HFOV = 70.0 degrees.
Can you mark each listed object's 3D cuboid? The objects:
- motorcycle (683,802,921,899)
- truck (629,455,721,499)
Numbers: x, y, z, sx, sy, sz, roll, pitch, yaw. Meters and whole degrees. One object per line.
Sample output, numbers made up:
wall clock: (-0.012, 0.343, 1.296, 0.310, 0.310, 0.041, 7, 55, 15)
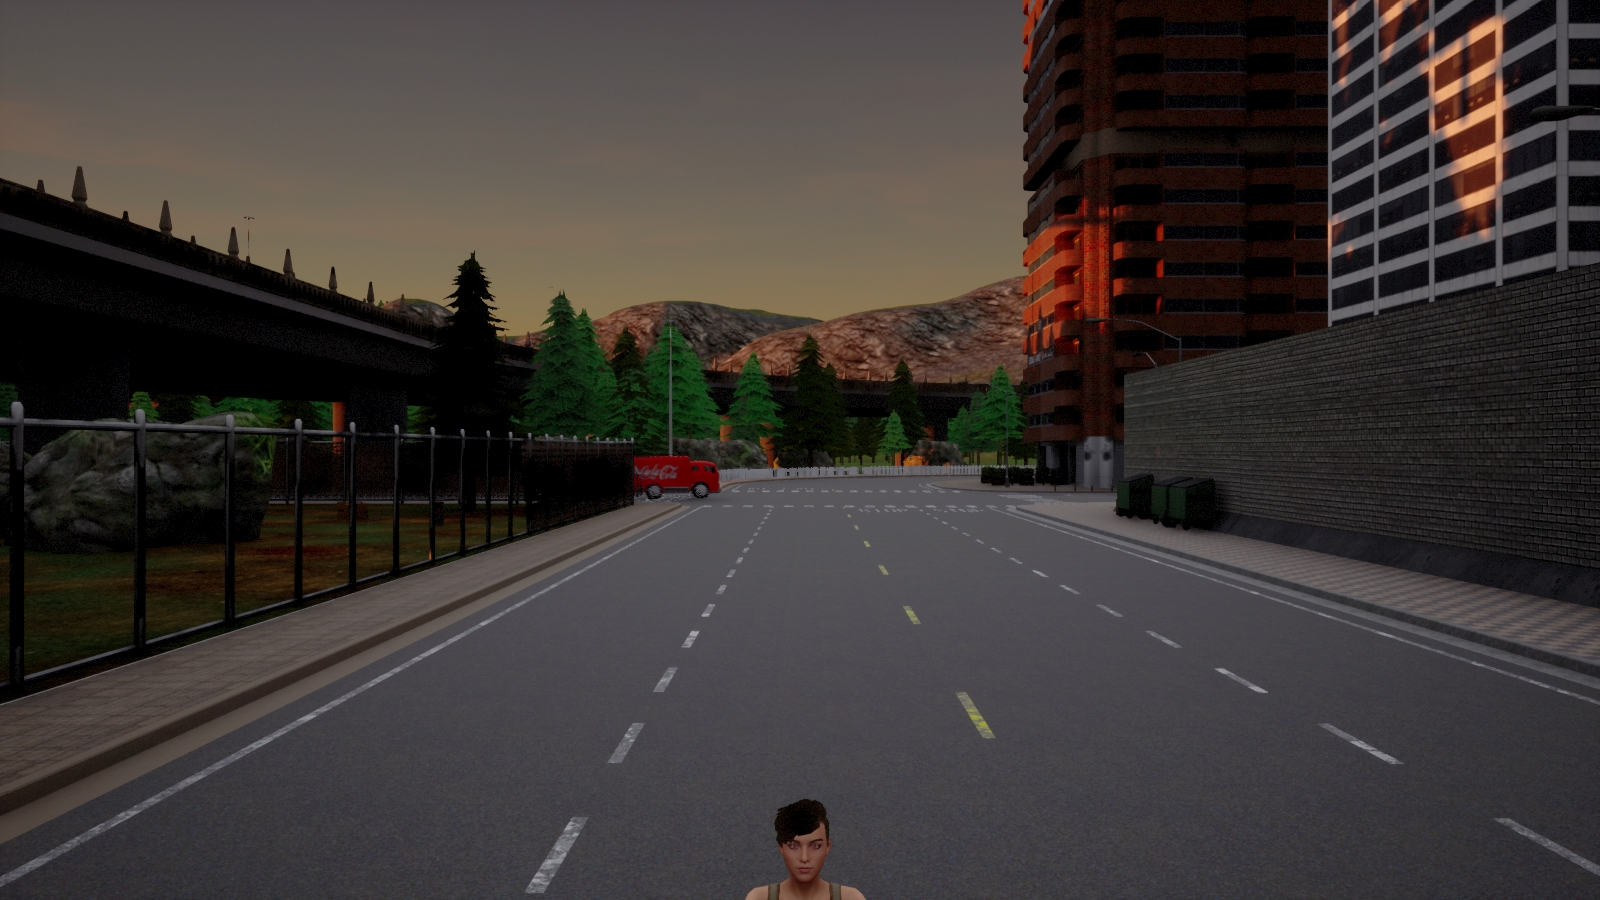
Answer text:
motorcycle: (0.006, 2.099, 3.507, 0.764, 1.307, 2.356, 0, 0, 0)
truck: (-7.293, 1.550, 66.363, 5.204, 2.467, 2.627, 0, 0, -8)
